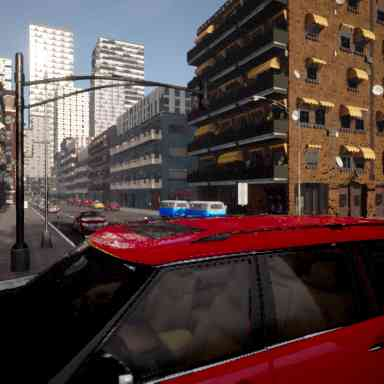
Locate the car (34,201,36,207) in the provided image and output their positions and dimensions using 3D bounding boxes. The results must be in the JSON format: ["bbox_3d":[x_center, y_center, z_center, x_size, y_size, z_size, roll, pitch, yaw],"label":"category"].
[{"bbox_3d":[-32.278,2.313,70.903,2.192,1.841,5.009,-1,0,-27],"label":"car"}]

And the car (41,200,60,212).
[{"bbox_3d":[-19.376,2.221,46.040,1.802,1.307,4.206,-1,0,-27],"label":"car"}]

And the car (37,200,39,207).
[{"bbox_3d":[-24.526,2.334,55.989,2.008,1.369,4.403,-1,0,-27],"label":"car"}]

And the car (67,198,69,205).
[{"bbox_3d":[-32.557,2.496,89.650,2.192,1.841,5.009,-1,0,-27],"label":"car"}]

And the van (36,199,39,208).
[{"bbox_3d":[-27.106,2.196,60.964,1.690,1.788,3.998,-1,0,-27],"label":"van"}]

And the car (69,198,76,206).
[{"bbox_3d":[-27.407,2.352,79.700,2.192,1.841,5.009,-1,0,-27],"label":"car"}]

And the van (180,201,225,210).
[{"bbox_3d":[0.922,1.591,24.979,1.690,1.788,3.998,-1,0,-27],"label":"van"}]

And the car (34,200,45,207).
[{"bbox_3d":[-34.863,2.621,75.869,2.008,1.369,4.403,-1,0,-27],"label":"car"}]

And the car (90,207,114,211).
[{"bbox_3d":[-6.499,1.864,21.167,1.802,1.307,4.206,-1,0,-27],"label":"car"}]

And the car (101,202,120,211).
[{"bbox_3d":[-11.950,2.188,49.852,1.802,1.307,4.206,-1,0,-27],"label":"car"}]

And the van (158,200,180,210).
[{"bbox_3d":[-1.653,1.662,29.955,1.690,1.788,3.998,-1,0,-27],"label":"van"}]

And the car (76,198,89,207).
[{"bbox_3d":[-22.256,2.208,69.751,2.192,1.841,5.009,-1,0,-27],"label":"car"}]

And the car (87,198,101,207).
[{"bbox_3d":[-17.179,2.277,59.953,1.752,1.417,4.829,-1,0,-27],"label":"car"}]

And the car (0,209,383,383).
[{"bbox_3d":[-0.102,1.256,2.694,5.566,2.045,2.150,1,-1,-27],"label":"car"}]

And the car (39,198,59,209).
[{"bbox_3d":[-21.954,2.151,51.015,1.967,1.590,4.097,-1,0,-27],"label":"car"}]
